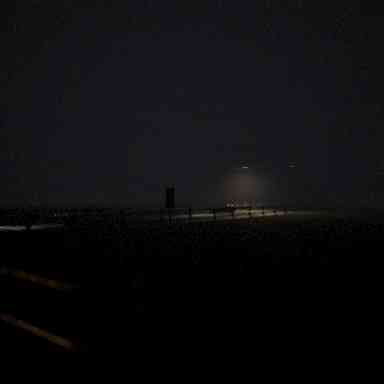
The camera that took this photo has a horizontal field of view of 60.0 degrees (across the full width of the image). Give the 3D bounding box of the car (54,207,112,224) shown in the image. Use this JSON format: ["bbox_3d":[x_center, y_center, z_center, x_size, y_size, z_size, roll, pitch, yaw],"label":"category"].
[{"bbox_3d":[-9.213,1.976,28.226,1.895,1.301,4.718,0,-1,36],"label":"car"}]

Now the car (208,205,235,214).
[{"bbox_3d":[4.155,2.423,46.929,1.895,1.301,4.718,0,-1,36],"label":"car"}]
